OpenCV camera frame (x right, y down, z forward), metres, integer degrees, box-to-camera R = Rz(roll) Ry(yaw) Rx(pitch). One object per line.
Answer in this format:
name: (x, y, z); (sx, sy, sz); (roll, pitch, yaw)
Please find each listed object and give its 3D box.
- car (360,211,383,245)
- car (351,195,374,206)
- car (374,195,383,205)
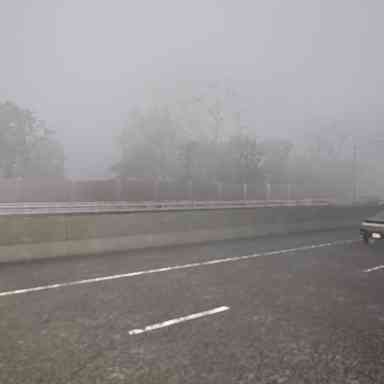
car: (9.396, 1.555, 14.790); (4.902, 1.511, 2.128); (0, 0, -35)
car: (25.247, 1.414, 47.833); (5.566, 2.045, 2.150); (1, 0, -35)
car: (27.059, 1.540, 44.833); (4.553, 1.767, 2.097); (0, 0, -35)
